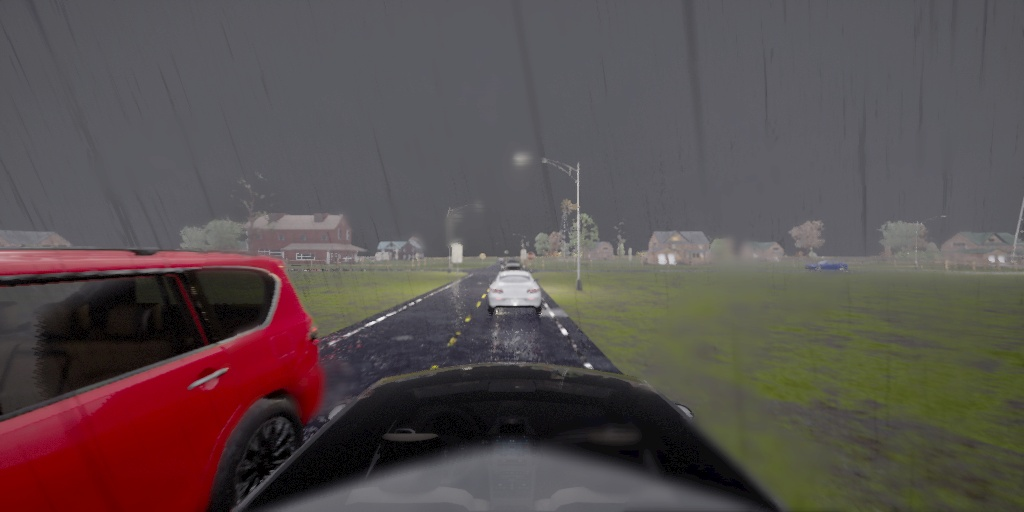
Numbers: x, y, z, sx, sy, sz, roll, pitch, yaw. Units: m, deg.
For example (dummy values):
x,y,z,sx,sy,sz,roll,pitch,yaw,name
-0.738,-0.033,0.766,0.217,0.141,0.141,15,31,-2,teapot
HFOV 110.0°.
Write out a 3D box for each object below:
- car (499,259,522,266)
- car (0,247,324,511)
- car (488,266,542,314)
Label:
x,y,z,sx,sy,sz,roll,pitch,yaw,name
0.090,1.214,30.608,1.837,1.490,4.892,0,0,0,car
-2.850,0.972,1.132,2.150,2.045,5.566,0,0,0,car
0.095,1.260,13.662,1.812,1.442,4.674,0,0,0,car
